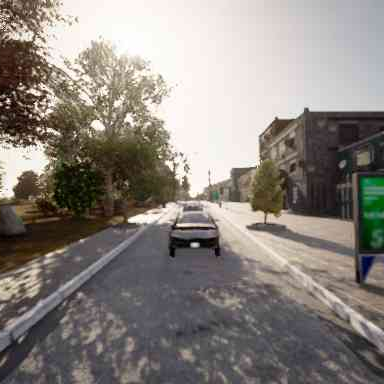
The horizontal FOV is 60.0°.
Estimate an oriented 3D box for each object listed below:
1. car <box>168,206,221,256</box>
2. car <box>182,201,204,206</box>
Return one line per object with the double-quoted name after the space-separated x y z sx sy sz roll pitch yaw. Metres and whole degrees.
0.099 1.512 13.270 2.128 1.511 4.902 0 0 0 "car"
0.088 1.572 30.772 1.812 1.442 4.674 0 0 0 "car"
